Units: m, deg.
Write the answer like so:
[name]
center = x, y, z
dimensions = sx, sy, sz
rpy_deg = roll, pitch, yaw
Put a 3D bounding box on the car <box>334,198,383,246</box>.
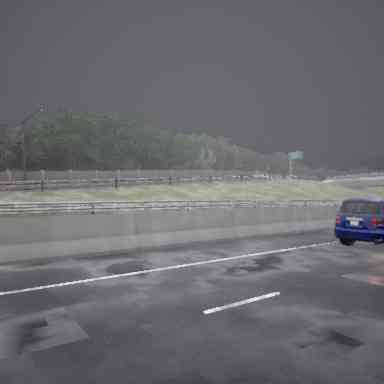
[car]
center = 8.295, 1.268, 14.085
dimensions = 5.566, 2.045, 2.150
rpy_deg = 0, 0, -36
